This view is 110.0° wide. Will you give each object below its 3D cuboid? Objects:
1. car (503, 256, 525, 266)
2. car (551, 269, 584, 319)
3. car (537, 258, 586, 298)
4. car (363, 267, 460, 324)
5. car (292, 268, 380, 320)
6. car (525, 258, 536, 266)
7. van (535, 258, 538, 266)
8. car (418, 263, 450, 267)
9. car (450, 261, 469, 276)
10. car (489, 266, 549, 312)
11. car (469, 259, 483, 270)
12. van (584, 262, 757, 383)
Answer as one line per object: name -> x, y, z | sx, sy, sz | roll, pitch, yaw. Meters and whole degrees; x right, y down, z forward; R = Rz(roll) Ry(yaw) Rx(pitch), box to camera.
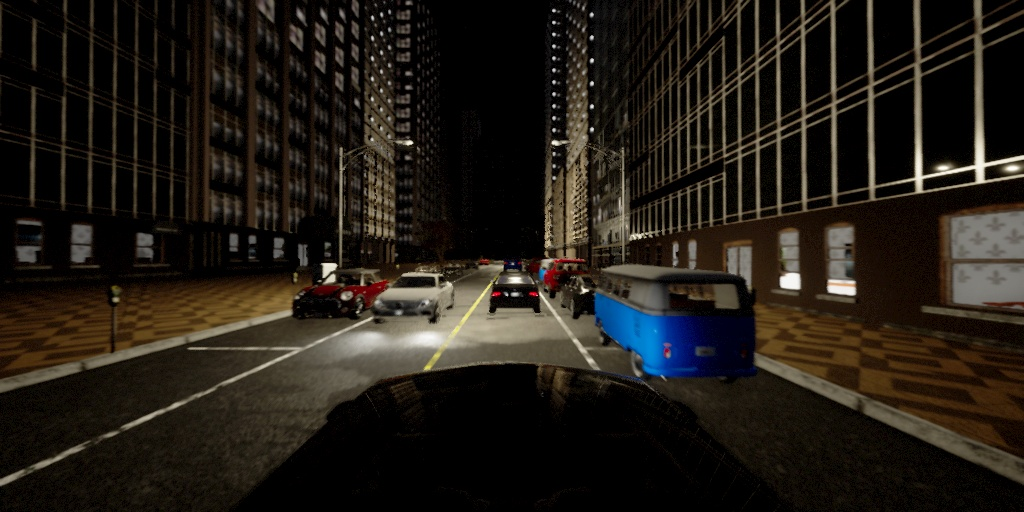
car -> 0.090, 0.983, 43.157 | 2.150, 2.045, 5.566 | 0, 0, 0
car -> 2.688, 1.305, 12.490 | 2.007, 1.370, 4.403 | 0, 0, 0
car -> 2.688, 1.071, 18.132 | 2.192, 1.841, 5.009 | 0, 0, 0
car -> -3.096, 1.280, 12.134 | 1.812, 1.442, 4.674 | 0, 0, 0
car -> -5.692, 1.194, 12.460 | 1.967, 1.591, 4.097 | 0, 0, 0
car -> 2.684, 1.075, 35.056 | 2.192, 1.841, 5.009 | 0, 0, 0
van -> 2.687, 1.098, 23.774 | 1.690, 1.789, 3.998 | 0, 0, 0
car -> -5.694, 1.308, 23.746 | 2.007, 1.370, 4.403 | 0, 0, 0
car -> -5.697, 1.311, 35.031 | 2.007, 1.370, 4.403 | 0, 0, 0
car -> 0.096, 1.302, 14.227 | 2.033, 1.411, 5.357 | 0, 0, 0
car -> -5.701, 1.314, 51.960 | 2.007, 1.370, 4.403 | 0, 0, 0
van -> 2.690, 1.093, 6.848 | 1.690, 1.789, 3.998 | 0, 0, 0
